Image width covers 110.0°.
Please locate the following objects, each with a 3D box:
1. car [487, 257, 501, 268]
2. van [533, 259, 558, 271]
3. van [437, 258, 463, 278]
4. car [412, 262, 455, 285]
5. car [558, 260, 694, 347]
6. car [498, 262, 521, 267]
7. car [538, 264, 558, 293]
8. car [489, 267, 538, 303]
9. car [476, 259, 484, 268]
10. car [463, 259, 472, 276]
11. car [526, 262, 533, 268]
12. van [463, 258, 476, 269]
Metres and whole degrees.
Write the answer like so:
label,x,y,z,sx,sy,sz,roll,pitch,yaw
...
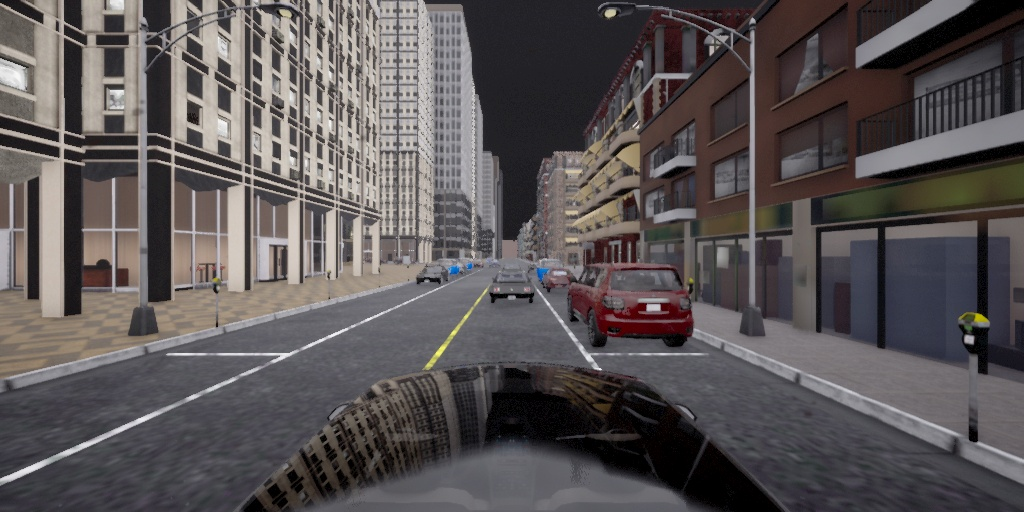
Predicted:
label,x,y,z,sx,sy,sz,roll,pitch,yaw
car,-3.000,1.333,63.500,1.812,1.442,4.674,0,0,0
van,2.691,1.091,26.141,1.690,1.789,3.998,0,0,0
van,-5.690,1.093,31.790,1.690,1.789,3.998,0,0,0
car,-5.690,1.316,26.141,1.948,1.339,4.313,0,0,0
car,2.691,1.062,9.195,2.192,1.841,5.009,0,0,0
car,0.000,1.370,31.530,1.895,1.301,4.718,0,0,0
car,2.690,1.331,20.492,1.802,1.307,4.207,0,0,0
car,0.000,1.366,16.530,1.895,1.301,4.718,0,0,0
car,-5.690,1.209,60.033,1.967,1.591,4.097,0,0,0
car,-5.690,1.305,37.438,2.007,1.370,4.403,0,0,0
car,2.691,1.308,43.086,2.007,1.370,4.403,0,0,0
van,-5.690,1.098,43.087,1.690,1.789,3.998,0,0,0
